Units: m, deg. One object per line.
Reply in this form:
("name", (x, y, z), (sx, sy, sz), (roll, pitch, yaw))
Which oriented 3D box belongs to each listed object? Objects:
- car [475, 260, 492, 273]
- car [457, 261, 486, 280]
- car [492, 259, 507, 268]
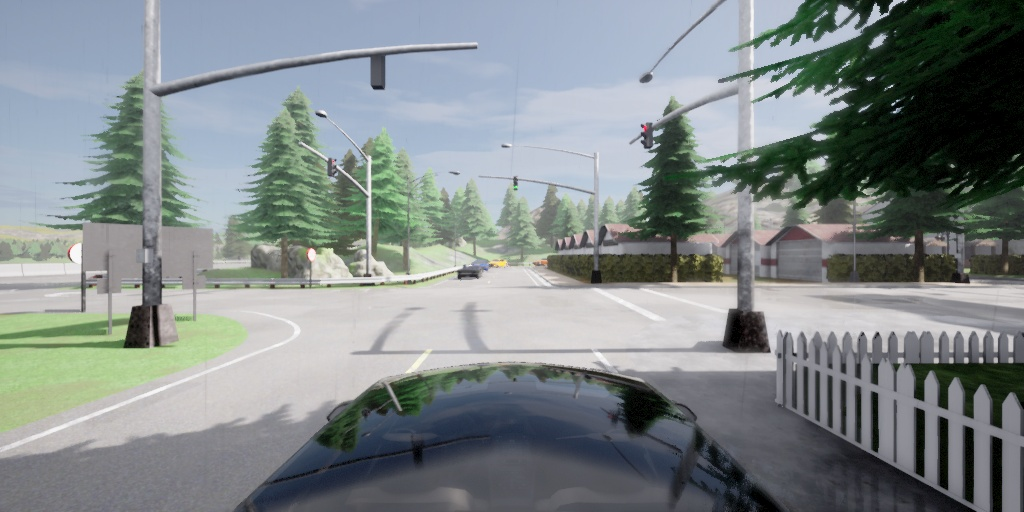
("car", (-3.894, 1.220, 44.294), (1.882, 1.535, 5.008), (0, 0, -7))
("car", (-3.598, 1.345, 31.278), (1.895, 1.301, 4.718), (0, 0, 0))
("car", (-2.499, 1.209, 58.783), (1.882, 1.535, 5.008), (0, 0, 22))
